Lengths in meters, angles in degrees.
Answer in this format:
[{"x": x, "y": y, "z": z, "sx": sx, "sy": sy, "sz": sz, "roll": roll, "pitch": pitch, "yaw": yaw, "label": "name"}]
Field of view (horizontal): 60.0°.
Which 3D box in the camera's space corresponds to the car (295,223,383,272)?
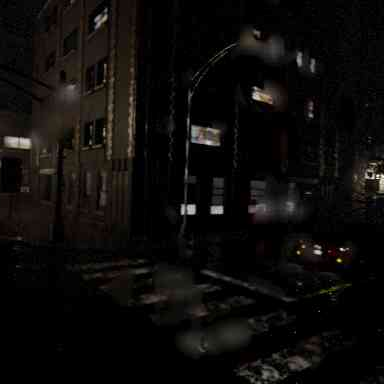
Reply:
[{"x": 5.658, "y": 1.865, "z": 12.104, "sx": 4.181, "sy": 1.385, "sz": 1.994, "roll": 3, "pitch": 0, "yaw": -39, "label": "car"}]
